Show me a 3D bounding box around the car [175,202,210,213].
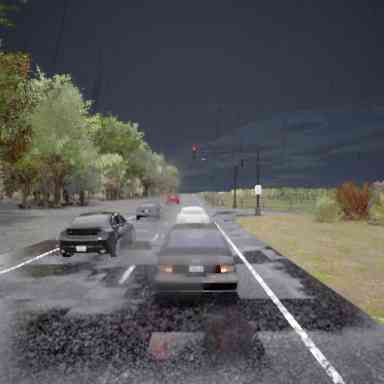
[{"bbox_3d":[0.042,1.521,18.570,1.812,1.442,4.674,0,0,0],"label":"car"}]

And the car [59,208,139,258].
[{"bbox_3d":[-3.428,1.501,12.705,1.837,1.490,4.892,0,0,0],"label":"car"}]

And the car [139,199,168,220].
[{"bbox_3d":[-3.465,1.540,27.762,2.033,1.411,5.357,0,0,0],"label":"car"}]

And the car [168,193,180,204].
[{"bbox_3d":[-3.555,1.195,64.574,2.150,2.045,5.566,0,0,0],"label":"car"}]

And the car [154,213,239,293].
[{"bbox_3d":[0.079,1.545,8.986,2.033,1.411,5.357,0,0,0],"label":"car"}]
